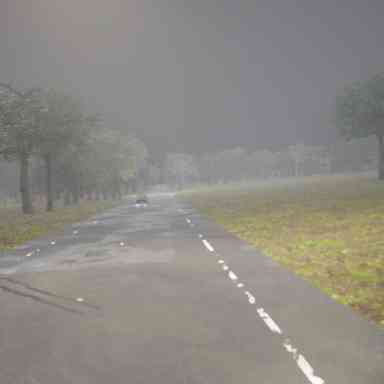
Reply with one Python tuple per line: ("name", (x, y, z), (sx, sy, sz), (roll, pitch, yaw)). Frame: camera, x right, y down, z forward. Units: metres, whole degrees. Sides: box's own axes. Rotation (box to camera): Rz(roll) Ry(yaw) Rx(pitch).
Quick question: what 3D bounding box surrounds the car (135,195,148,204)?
("car", (-8.505, 1.220, 56.653), (2.033, 1.411, 5.357), (-4, 1, -5))
